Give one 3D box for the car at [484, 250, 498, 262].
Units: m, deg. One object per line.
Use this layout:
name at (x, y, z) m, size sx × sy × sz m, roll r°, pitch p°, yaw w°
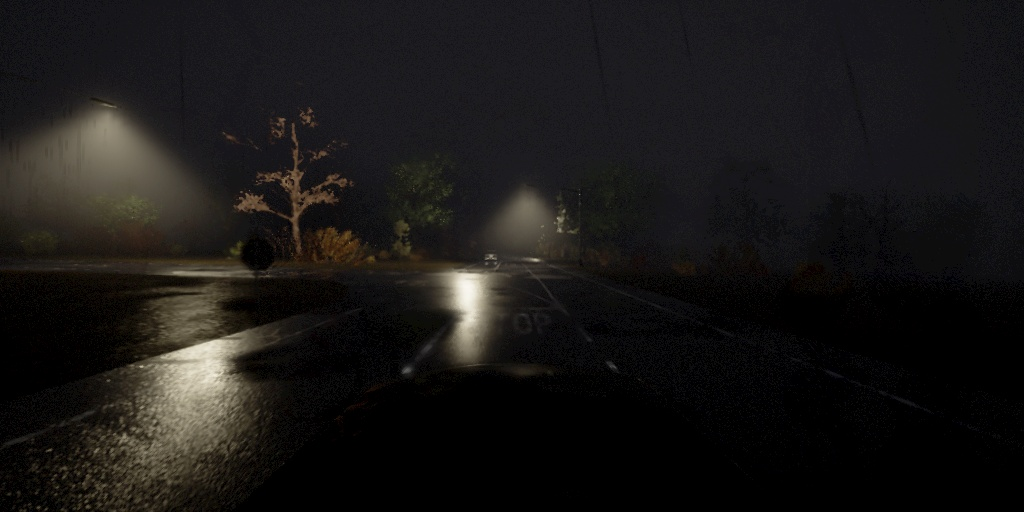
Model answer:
car at (-3.738, 0.009, 64.966) m, size 2.150 × 2.045 × 5.566 m, roll 0°, pitch 1°, yaw -1°
